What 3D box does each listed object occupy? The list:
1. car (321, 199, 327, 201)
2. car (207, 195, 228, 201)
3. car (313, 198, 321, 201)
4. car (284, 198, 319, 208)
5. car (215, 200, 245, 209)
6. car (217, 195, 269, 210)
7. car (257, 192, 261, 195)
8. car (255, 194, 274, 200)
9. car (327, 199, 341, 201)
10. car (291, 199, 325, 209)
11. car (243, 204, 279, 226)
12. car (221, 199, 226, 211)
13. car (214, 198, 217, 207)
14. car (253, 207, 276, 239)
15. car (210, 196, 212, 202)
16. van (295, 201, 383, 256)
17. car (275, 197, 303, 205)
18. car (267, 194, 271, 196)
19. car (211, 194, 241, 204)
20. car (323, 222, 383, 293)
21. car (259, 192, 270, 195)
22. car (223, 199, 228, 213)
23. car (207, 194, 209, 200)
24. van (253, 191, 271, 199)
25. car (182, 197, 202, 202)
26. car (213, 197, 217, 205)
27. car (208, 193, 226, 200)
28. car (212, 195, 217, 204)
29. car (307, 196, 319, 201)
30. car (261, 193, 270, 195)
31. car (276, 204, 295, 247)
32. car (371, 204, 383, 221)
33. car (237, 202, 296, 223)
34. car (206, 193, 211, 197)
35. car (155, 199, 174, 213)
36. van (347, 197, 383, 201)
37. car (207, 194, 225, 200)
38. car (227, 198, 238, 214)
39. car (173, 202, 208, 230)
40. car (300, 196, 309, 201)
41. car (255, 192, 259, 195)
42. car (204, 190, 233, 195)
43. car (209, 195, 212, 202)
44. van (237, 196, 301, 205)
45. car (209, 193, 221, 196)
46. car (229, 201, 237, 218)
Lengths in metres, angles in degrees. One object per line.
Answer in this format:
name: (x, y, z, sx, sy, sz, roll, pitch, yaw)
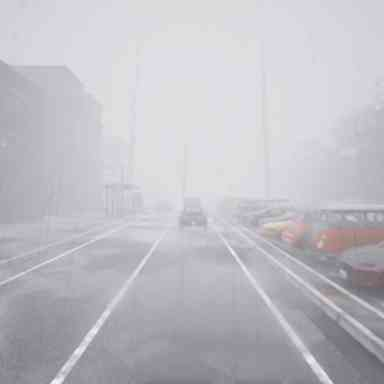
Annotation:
car: (19.539, 1.912, 41.687, 5.366, 1.575, 1.946, 0, -1, 0)
car: (6.383, 1.438, 83.487, 5.008, 1.535, 2.097, 0, 2, 0)
car: (19.356, 1.940, 44.596, 5.008, 1.535, 2.097, 0, 0, 0)
car: (19.214, 1.953, 58.542, 5.366, 1.575, 1.946, 0, 0, 0)
car: (6.314, 2.011, 55.618, 4.674, 1.452, 2.002, 0, 0, 0)
car: (6.302, 1.665, 41.686, 5.566, 2.045, 2.435, 0, 0, 0)
car: (19.497, 1.464, 83.514, 4.792, 1.488, 2.163, 0, 2, 0)
car: (19.487, 1.249, 89.207, 4.674, 1.452, 2.002, 0, 2, 0)
car: (19.317, 1.639, 38.905, 5.566, 2.045, 2.435, 0, -1, 0)
car: (19.398, 1.969, 55.752, 5.008, 1.535, 2.097, 0, 0, 0)
car: (6.214, 1.743, 22.202, 5.008, 1.535, 2.097, 0, -1, 0)
car: (6.260, 1.892, 38.901, 5.008, 1.535, 2.097, 0, -1, 0)
car: (6.291, 1.972, 50.040, 5.008, 1.535, 2.097, 0, 0, 0)
car: (6.019, 1.687, 16.635, 5.366, 1.575, 1.946, 0, -1, 0)
car: (6.364, 1.937, 63.974, 4.792, 1.488, 2.163, 0, 1, 0)
van: (6.072, 1.411, 11.134, 4.442, 1.987, 1.878, 0, -1, 0)
car: (19.416, 1.867, 66.776, 4.892, 1.521, 2.231, 0, 1, 0)
car: (19.433, 1.759, 72.483, 5.008, 1.535, 2.097, 0, 1, 0)
car: (6.358, 1.812, 61.185, 4.553, 1.767, 2.185, 0, 0, 0)
car: (6.152, 1.637, 8.285, 4.792, 1.488, 2.163, 0, -1, 0)
car: (19.646, 1.529, 80.722, 5.366, 1.575, 1.946, 0, 2, 0)
car: (6.444, 1.865, 36.117, 5.366, 1.575, 1.946, 0, -1, 0)
car: (6.336, 1.730, 75.130, 4.792, 1.488, 2.163, 0, 1, 0)
van: (19.365, 0.876, 91.868, 4.442, 1.987, 1.878, -1, 2, 0)
car: (0.004, 1.608, 40.815, 2.150, 2.045, 5.566, 0, 0, 0)
car: (6.298, 1.976, 52.829, 5.008, 1.535, 2.097, 0, 0, 0)
car: (6.427, 1.206, 86.259, 4.553, 1.767, 2.185, 0, 2, 0)
car: (6.351, 1.833, 58.405, 4.553, 1.767, 2.185, 0, 0, 0)
car: (19.400, 1.834, 47.382, 4.553, 1.767, 2.185, 0, 0, 0)
car: (19.639, 1.617, 77.928, 5.366, 1.575, 1.946, 0, 2, 0)
car: (6.165, 1.537, 13.853, 4.553, 1.767, 2.185, 0, -1, 0)
car: (19.325, 1.858, 30.548, 4.674, 1.452, 2.002, 0, 0, 0)
car: (6.233, 1.768, 24.985, 5.008, 1.535, 2.097, 0, -1, 0)
car: (6.367, 1.624, 77.907, 4.892, 1.521, 2.231, 0, 2, 0)
car: (-3.442, 1.747, 42.088, 2.097, 1.767, 4.553, 0, 0, 0)
van: (19.222, 1.641, 36.120, 4.442, 1.987, 1.878, 0, -1, 0)
car: (6.433, 1.248, 89.049, 4.792, 1.488, 2.163, 0, 2, 0)
car: (6.219, 1.719, 33.461, 4.553, 1.767, 2.185, 0, 0, 0)
car: (0.066, 1.721, 22.775, 2.128, 1.511, 4.902, 0, 0, 0)
car: (19.413, 1.723, 52.963, 5.566, 2.045, 2.435, 0, 0, 0)
car: (19.479, 1.363, 86.424, 4.674, 1.452, 2.002, 0, 2, 0)
car: (6.409, 1.284, 80.687, 5.566, 2.045, 2.435, 0, 2, 0)
car: (6.313, 1.898, 66.761, 4.792, 1.488, 2.163, 0, 1, 0)
van: (6.352, 1.568, 27.770, 4.442, 1.987, 1.878, 0, -1, 0)
car: (6.319, 1.696, 69.546, 4.553, 1.767, 2.185, 0, 1, 0)
car: (6.249, 1.820, 30.551, 4.892, 1.521, 2.231, 0, -1, 0)
